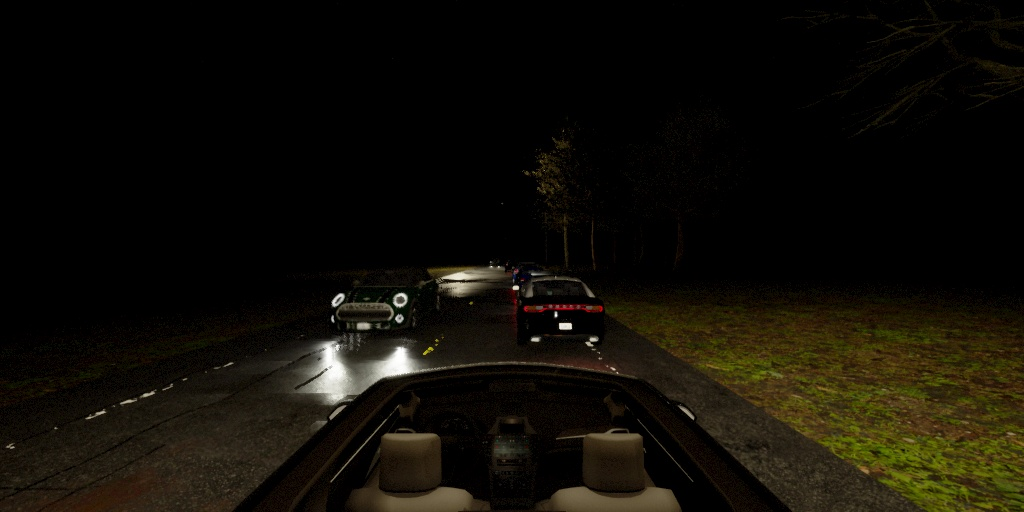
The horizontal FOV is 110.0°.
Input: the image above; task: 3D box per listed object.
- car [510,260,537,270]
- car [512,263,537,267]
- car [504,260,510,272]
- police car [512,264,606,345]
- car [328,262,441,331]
[{"bbox_3d":[1.059,1.135,25.497,2.097,1.767,4.553,0,0,0],"label":"car"},{"bbox_3d":[1.058,1.294,19.526,1.812,1.442,4.674,0,0,0],"label":"car"},{"bbox_3d":[0.042,1.349,46.810,1.837,1.490,4.892,0,0,0],"label":"car"},{"bbox_3d":[1.054,1.179,9.635,1.930,1.638,5.238,0,0,0],"label":"police car"},{"bbox_3d":[-3.596,1.106,10.917,2.097,1.767,4.553,0,0,0],"label":"car"}]
